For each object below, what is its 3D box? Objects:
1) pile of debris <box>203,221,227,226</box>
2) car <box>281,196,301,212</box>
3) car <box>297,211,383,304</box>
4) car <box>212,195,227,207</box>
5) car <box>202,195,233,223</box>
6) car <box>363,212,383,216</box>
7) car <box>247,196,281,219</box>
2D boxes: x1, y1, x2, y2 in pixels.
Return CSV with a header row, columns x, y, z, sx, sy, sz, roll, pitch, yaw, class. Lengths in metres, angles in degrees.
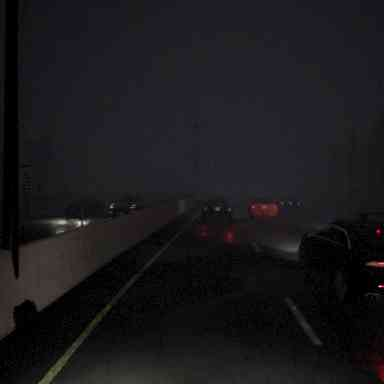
x,y,z,sx,sy,sz,roll,pitch,yaw,class
1.486,2.008,21.181,1.500,0.140,1.860,1,0,5,pile of debris
9.858,1.159,34.735,2.097,1.767,4.553,1,1,5,car
3.983,1.464,7.993,2.128,1.511,4.902,1,0,4,car
3.744,1.158,44.792,1.837,1.490,4.892,1,0,5,car
1.870,1.163,24.091,2.097,1.767,4.553,1,0,5,car
8.043,1.557,15.039,1.895,1.301,4.718,1,0,5,car
5.676,1.177,27.389,2.097,1.767,4.553,1,1,5,car
